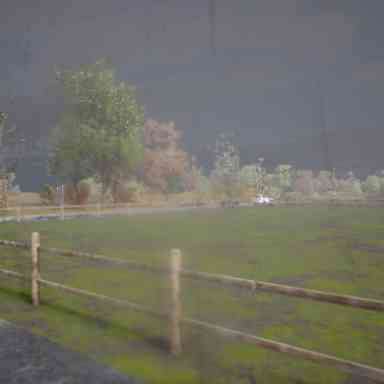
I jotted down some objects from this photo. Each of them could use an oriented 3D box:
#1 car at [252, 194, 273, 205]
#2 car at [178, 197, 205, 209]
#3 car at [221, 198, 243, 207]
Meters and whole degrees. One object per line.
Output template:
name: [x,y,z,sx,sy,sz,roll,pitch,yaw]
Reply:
car: [13.479,1.469,63.632,2.150,2.045,5.566,-1,-1,39]
car: [-0.045,1.630,51.584,2.097,1.767,4.553,-1,-1,39]
car: [6.687,1.753,55.255,1.837,1.490,4.892,-1,0,40]
